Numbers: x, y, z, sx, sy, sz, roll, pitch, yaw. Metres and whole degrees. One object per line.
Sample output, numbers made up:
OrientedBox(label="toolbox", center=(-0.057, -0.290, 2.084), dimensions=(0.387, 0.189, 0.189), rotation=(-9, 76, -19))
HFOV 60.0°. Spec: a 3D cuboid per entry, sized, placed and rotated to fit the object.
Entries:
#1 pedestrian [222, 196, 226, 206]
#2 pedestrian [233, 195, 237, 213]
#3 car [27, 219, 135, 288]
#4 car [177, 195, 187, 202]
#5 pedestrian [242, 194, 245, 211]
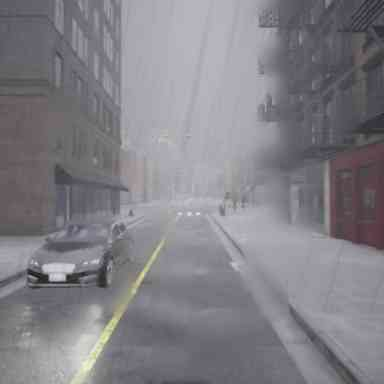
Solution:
OrientedBox(label="pedestrian", center=(3.513, 1.352, 36.371), dimensions=(0.375, 1.860, 0.375), rotation=(1, -2, 0))
OrientedBox(label="pedestrian", center=(4.513, 1.289, 35.173), dimensions=(0.375, 1.860, 0.375), rotation=(1, -2, 0))
OrientedBox(label="car", center=(-2.848, 1.560, 9.485), dimensions=(2.128, 1.511, 4.902), rotation=(0, 0, 0))
OrientedBox(label="car", center=(-2.463, 1.995, 94.804), dimensions=(2.033, 1.411, 5.357), rotation=(0, 0, 0))
OrientedBox(label="pedestrian", center=(5.513, 1.164, 35.776), dimensions=(0.375, 1.860, 0.375), rotation=(1, -2, 0))
